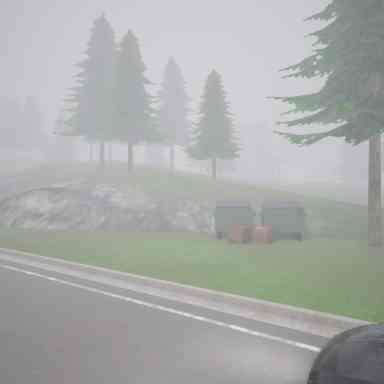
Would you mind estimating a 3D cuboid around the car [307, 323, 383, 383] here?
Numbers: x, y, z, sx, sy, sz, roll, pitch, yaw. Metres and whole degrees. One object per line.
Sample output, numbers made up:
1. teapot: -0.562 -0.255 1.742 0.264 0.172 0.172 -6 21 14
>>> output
1. car: 3.138 1.504 1.754 4.892 1.490 1.837 0 0 35
